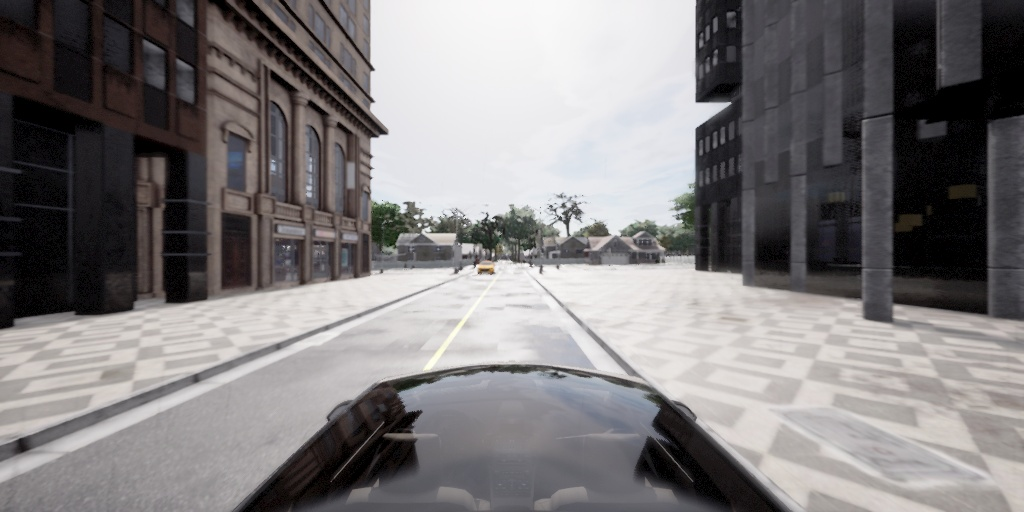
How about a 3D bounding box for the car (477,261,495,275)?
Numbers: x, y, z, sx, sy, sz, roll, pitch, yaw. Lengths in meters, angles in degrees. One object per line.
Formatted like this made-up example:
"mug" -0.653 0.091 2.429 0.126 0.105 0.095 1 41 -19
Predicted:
"car" -3.036 1.375 42.946 1.882 1.535 5.008 0 0 1
